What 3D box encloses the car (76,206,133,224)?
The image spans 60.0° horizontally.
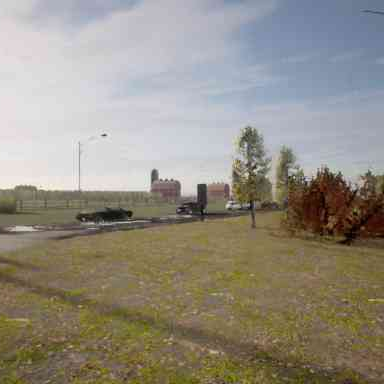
[{"bbox_3d":[-7.097,1.823,27.291,1.895,1.301,4.718,-1,-1,32],"label":"car"}]

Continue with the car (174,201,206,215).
[{"bbox_3d":[-0.124,1.851,38.412,1.837,1.490,4.892,-1,-2,32],"label":"car"}]

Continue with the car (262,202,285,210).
[{"bbox_3d":[12.249,1.944,51.354,1.837,1.490,4.892,-1,-1,32],"label":"car"}]

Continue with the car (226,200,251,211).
[{"bbox_3d":[7.150,1.697,50.076,2.150,2.045,5.566,-1,-1,32],"label":"car"}]
